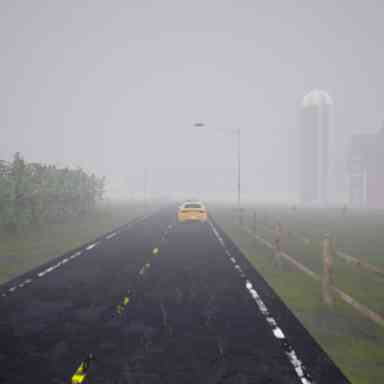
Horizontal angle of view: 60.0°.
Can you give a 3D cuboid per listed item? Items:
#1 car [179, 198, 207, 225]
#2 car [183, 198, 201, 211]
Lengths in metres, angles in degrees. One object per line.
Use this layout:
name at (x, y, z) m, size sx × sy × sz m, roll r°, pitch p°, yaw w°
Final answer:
car at (0.044, 1.486, 24.328) m, size 1.882 × 1.535 × 5.008 m, roll 0°, pitch 0°, yaw 0°
car at (-0.009, 1.518, 42.806) m, size 2.128 × 1.511 × 4.902 m, roll 0°, pitch 0°, yaw 0°
